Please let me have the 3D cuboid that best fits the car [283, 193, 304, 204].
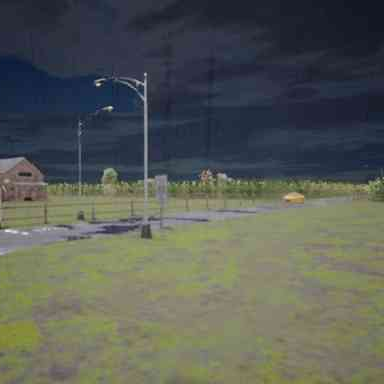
[{"bbox_3d":[15.083,0.949,49.321,1.882,1.535,5.008,0,1,36],"label":"car"}]
